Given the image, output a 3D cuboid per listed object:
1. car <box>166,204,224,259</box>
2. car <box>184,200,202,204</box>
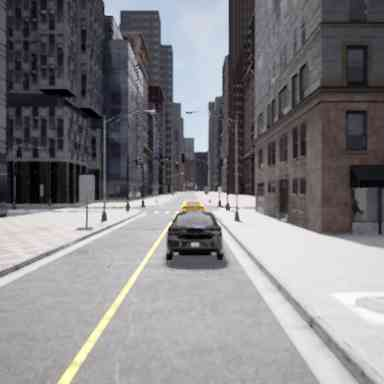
[{"bbox_3d":[0.093,1.439,12.541,1.882,1.535,5.008,0,0,0],"label":"car"},{"bbox_3d":[0.086,1.401,27.540,1.882,1.535,5.008,0,0,0],"label":"car"}]
